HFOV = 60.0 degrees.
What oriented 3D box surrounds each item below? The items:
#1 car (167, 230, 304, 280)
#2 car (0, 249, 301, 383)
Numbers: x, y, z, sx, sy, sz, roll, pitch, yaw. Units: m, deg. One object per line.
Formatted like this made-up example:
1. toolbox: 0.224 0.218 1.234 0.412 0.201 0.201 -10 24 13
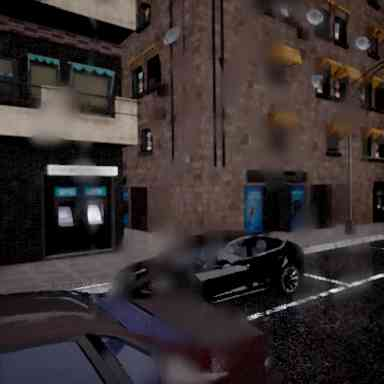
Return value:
1. car: 0.558 1.524 6.972 4.313 1.339 1.947 -1 0 -36
2. car: -1.711 1.550 2.157 5.357 1.411 2.033 -1 0 -36
